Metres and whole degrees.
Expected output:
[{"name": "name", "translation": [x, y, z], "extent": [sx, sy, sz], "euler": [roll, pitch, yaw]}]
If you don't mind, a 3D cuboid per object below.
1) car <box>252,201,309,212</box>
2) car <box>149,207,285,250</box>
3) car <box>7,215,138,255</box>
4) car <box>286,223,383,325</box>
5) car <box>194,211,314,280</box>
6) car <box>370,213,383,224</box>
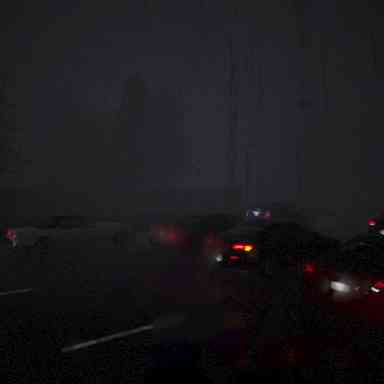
[{"name": "car", "translation": [5.479, 1.310, 20.570], "extent": [4.553, 1.767, 2.097], "euler": [0, 0, -35]}, {"name": "car", "translation": [0.993, 1.527, 13.066], "extent": [5.357, 1.411, 2.033], "euler": [0, 0, -36]}, {"name": "car", "translation": [-4.625, 1.591, 13.354], "extent": [4.718, 1.301, 1.895], "euler": [0, 0, -35]}, {"name": "car", "translation": [4.116, 1.545, 6.699], "extent": [4.181, 1.385, 1.994], "euler": [0, 0, -35]}, {"name": "car", "translation": [2.554, 1.506, 9.888], "extent": [4.674, 1.442, 1.812], "euler": [0, 0, -35]}, {"name": "car", "translation": [9.795, 1.482, 15.048], "extent": [4.674, 1.442, 1.812], "euler": [0, 0, -36]}]
